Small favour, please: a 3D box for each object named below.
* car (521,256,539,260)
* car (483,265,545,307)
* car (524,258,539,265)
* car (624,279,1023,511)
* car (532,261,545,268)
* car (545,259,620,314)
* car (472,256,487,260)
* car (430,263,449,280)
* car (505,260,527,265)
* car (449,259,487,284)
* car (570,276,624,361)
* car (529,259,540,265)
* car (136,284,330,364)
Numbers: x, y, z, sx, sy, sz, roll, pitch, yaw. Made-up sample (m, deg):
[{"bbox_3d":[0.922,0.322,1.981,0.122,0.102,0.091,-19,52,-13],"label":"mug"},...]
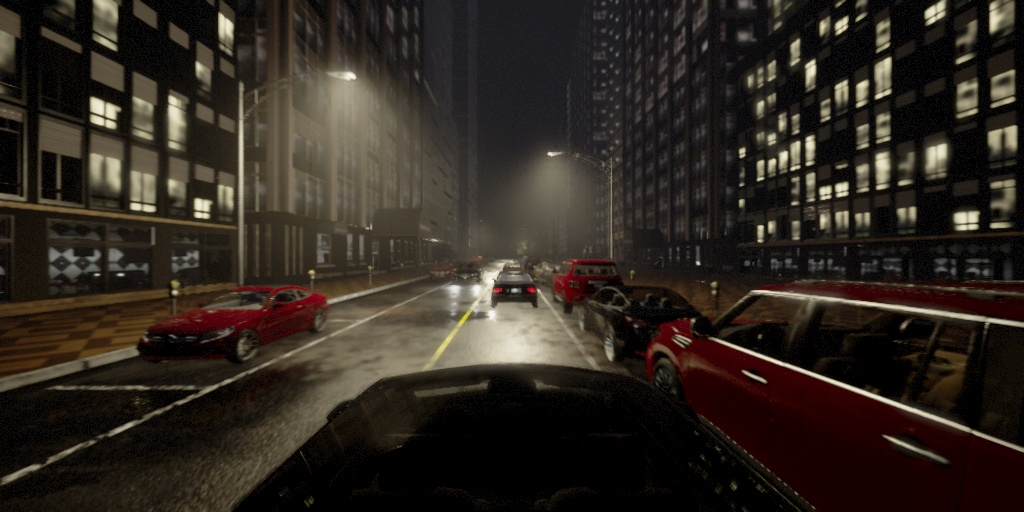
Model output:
[{"bbox_3d":[2.678,0.949,46.797,2.192,1.841,5.009,0,0,0],"label":"car"},{"bbox_3d":[0.097,1.263,15.152,2.033,1.411,5.357,0,0,0],"label":"car"},{"bbox_3d":[2.679,1.215,41.258,1.948,1.339,4.313,0,0,0],"label":"car"},{"bbox_3d":[2.690,1.063,2.483,2.192,1.841,5.009,0,0,0],"label":"car"},{"bbox_3d":[2.684,1.242,24.640,2.007,1.370,4.403,0,0,0],"label":"car"},{"bbox_3d":[2.688,1.035,13.562,2.192,1.841,5.009,0,0,0],"label":"car"},{"bbox_3d":[-5.707,0.919,57.873,2.192,1.841,5.009,0,0,0],"label":"car"},{"bbox_3d":[-5.698,1.259,30.177,1.802,1.307,4.207,0,0,0],"label":"car"},{"bbox_3d":[0.089,1.271,32.881,1.895,1.301,4.718,0,0,0],"label":"car"},{"bbox_3d":[-3.100,1.194,26.085,1.837,1.490,4.892,0,0,0],"label":"car"},{"bbox_3d":[2.689,1.300,8.023,1.948,1.339,4.313,0,0,0],"label":"car"},{"bbox_3d":[2.683,1.203,30.350,1.751,1.417,4.829,0,0,0],"label":"car"},{"bbox_3d":[-5.691,1.316,8.019,1.802,1.307,4.207,0,0,0],"label":"car"}]
